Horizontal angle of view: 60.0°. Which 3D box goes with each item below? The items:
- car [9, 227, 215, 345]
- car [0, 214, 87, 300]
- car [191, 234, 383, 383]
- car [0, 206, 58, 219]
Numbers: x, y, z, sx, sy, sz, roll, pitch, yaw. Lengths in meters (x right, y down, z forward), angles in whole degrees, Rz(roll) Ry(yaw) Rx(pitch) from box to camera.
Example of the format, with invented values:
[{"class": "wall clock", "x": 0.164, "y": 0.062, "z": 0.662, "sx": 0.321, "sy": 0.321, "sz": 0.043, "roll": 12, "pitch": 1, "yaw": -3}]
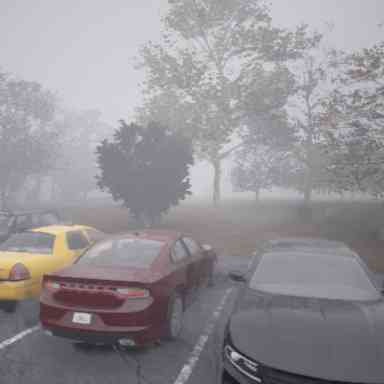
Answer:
[{"class": "car", "x": -0.764, "y": 1.486, "z": 6.624, "sx": 2.097, "sy": 1.535, "sz": 5.008, "roll": 0, "pitch": -1, "yaw": 15}, {"class": "car", "x": -3.146, "y": 1.487, "z": 8.513, "sx": 1.946, "sy": 1.575, "sz": 5.366, "roll": 0, "pitch": -1, "yaw": 15}, {"class": "car", "x": 1.678, "y": 1.486, "z": 4.919, "sx": 2.097, "sy": 1.535, "sz": 5.008, "roll": 1, "pitch": -1, "yaw": 15}, {"class": "car", "x": -5.620, "y": 1.364, "z": 10.055, "sx": 2.185, "sy": 1.767, "sz": 4.553, "roll": 1, "pitch": -1, "yaw": 15}]
